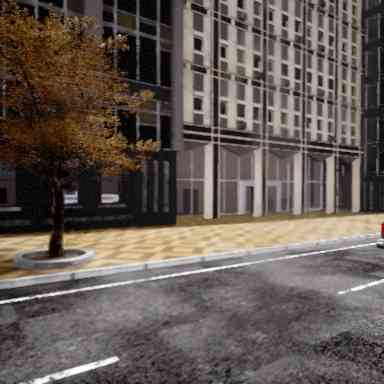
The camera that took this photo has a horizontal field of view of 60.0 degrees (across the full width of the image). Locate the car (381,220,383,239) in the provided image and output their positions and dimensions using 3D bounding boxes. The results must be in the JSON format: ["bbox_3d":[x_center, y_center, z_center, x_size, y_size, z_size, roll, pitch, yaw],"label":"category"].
[{"bbox_3d":[10.515,1.293,14.510,5.566,2.045,2.150,1,0,-35],"label":"car"}]
